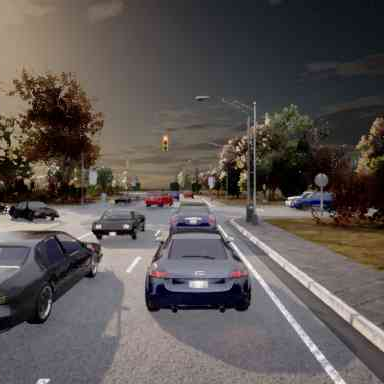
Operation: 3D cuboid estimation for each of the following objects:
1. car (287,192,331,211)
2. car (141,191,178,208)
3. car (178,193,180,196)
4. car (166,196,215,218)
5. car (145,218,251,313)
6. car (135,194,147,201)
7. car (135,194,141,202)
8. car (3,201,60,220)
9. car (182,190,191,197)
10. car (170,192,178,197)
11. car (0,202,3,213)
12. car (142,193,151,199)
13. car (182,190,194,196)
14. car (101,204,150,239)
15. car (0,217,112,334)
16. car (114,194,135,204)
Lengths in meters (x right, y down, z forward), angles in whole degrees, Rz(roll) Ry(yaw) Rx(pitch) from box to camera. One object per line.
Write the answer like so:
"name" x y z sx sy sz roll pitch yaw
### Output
"car" 14.033 0.995 37.407 5.566 2.045 2.150 0 0 -3
"car" -4.135 0.955 43.008 2.150 2.045 5.566 1 1 16
"car" -3.677 0.759 67.961 2.150 2.045 5.566 0 1 -1
"car" 0.049 1.272 16.345 2.097 1.767 4.553 0 0 0
"car" 0.084 1.541 7.712 1.994 1.385 4.181 0 0 -1
"car" -10.820 1.098 71.219 1.895 1.301 4.718 0 1 -1
"car" -10.780 1.091 61.263 2.128 1.511 4.902 0 0 0
"car" -11.853 1.408 24.832 5.357 1.411 2.033 0 0 43
"car" -1.559 0.396 94.080 2.097 1.767 4.553 0 1 -7
"car" -5.044 0.765 93.664 1.994 1.385 4.181 0 1 -7
"car" -20.194 1.165 31.647 4.553 1.767 2.097 0 0 -3
"car" -11.162 0.900 81.497 1.812 1.442 4.674 0 1 -2
"car" -0.746 0.569 83.432 2.150 2.045 5.566 0 1 -4
"car" -3.471 1.518 16.669 1.895 1.301 4.718 0 0 -1
"car" -3.414 1.528 7.024 2.033 1.411 5.357 0 0 -1
"car" -10.772 1.271 52.161 1.895 1.301 4.718 0 0 0
